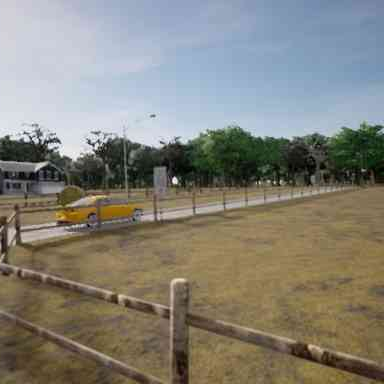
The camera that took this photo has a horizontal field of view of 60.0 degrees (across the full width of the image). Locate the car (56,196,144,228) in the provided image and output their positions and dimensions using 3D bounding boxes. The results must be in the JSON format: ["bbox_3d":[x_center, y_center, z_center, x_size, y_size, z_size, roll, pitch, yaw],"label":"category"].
[{"bbox_3d":[-4.735,0.959,17.826,1.882,1.535,5.008,-3,1,35],"label":"car"}]
